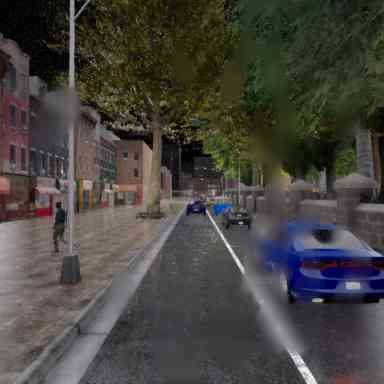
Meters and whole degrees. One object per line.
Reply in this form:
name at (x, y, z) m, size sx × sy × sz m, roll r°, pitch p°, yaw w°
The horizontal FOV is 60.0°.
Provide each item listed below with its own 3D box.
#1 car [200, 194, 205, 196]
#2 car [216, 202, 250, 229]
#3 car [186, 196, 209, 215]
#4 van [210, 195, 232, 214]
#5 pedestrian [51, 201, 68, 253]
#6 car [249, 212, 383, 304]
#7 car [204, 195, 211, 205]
car at (3.342, 1.446, 70.532) m, size 2.192 × 1.841 × 5.009 m, roll 1°, pitch 0°, yaw 1°
car at (2.858, 1.566, 21.489) m, size 2.008 × 1.369 × 4.403 m, roll 1°, pitch 0°, yaw 1°
car at (0.426, 1.512, 33.806) m, size 1.882 × 1.535 × 5.008 m, roll 0°, pitch 0°, yaw 1°
van at (2.967, 1.373, 32.388) m, size 1.690 × 1.788 × 3.998 m, roll 1°, pitch 0°, yaw 1°
pedestrian at (-4.512, 1.147, 11.350) m, size 0.375 × 1.860 × 0.375 m, roll 1°, pitch -1°, yaw 1°
car at (2.831, 1.481, 8.262) m, size 1.882 × 1.535 × 5.008 m, roll 0°, pitch 0°, yaw 1°
car at (3.181, 1.605, 54.355) m, size 1.752 × 1.417 × 4.829 m, roll 1°, pitch 0°, yaw 1°
